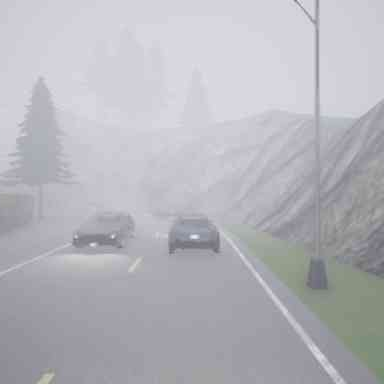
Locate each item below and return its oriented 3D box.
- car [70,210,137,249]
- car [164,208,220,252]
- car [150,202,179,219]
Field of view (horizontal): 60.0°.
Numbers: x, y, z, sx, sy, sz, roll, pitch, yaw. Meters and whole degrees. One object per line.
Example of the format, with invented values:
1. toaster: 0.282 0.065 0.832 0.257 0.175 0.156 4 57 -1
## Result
1. car: -3.660 1.543 14.842 2.033 1.411 5.357 0 0 -1
2. car: 0.020 1.560 13.842 1.994 1.385 4.181 0 0 -2
3. car: -2.401 1.557 29.577 1.994 1.385 4.181 0 0 -19
